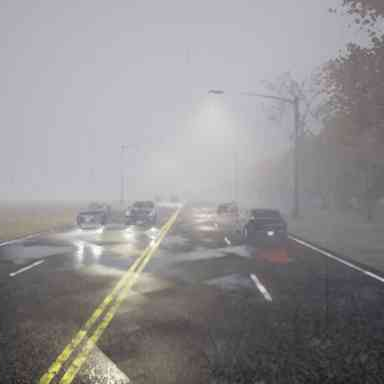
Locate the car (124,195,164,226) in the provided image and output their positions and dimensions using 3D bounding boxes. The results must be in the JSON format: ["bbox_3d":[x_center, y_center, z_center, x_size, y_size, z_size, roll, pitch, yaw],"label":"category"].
[{"bbox_3d":[-3.343,1.340,23.406,2.097,1.767,4.553,0,0,0],"label":"car"}]

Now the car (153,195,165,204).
[{"bbox_3d":[-6.494,1.428,65.009,1.837,1.490,4.892,0,1,0],"label":"car"}]

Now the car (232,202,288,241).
[{"bbox_3d":[3.351,1.492,16.587,1.837,1.490,4.892,-1,0,0],"label":"car"}]

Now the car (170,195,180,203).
[{"bbox_3d":[-3.244,1.428,65.010,1.837,1.490,4.892,0,1,0],"label":"car"}]

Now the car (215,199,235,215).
[{"bbox_3d":[3.383,1.429,32.847,2.128,1.511,4.902,1,0,0],"label":"car"}]

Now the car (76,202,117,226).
[{"bbox_3d":[-6.593,1.480,23.445,2.128,1.511,4.902,0,0,0],"label":"car"}]
